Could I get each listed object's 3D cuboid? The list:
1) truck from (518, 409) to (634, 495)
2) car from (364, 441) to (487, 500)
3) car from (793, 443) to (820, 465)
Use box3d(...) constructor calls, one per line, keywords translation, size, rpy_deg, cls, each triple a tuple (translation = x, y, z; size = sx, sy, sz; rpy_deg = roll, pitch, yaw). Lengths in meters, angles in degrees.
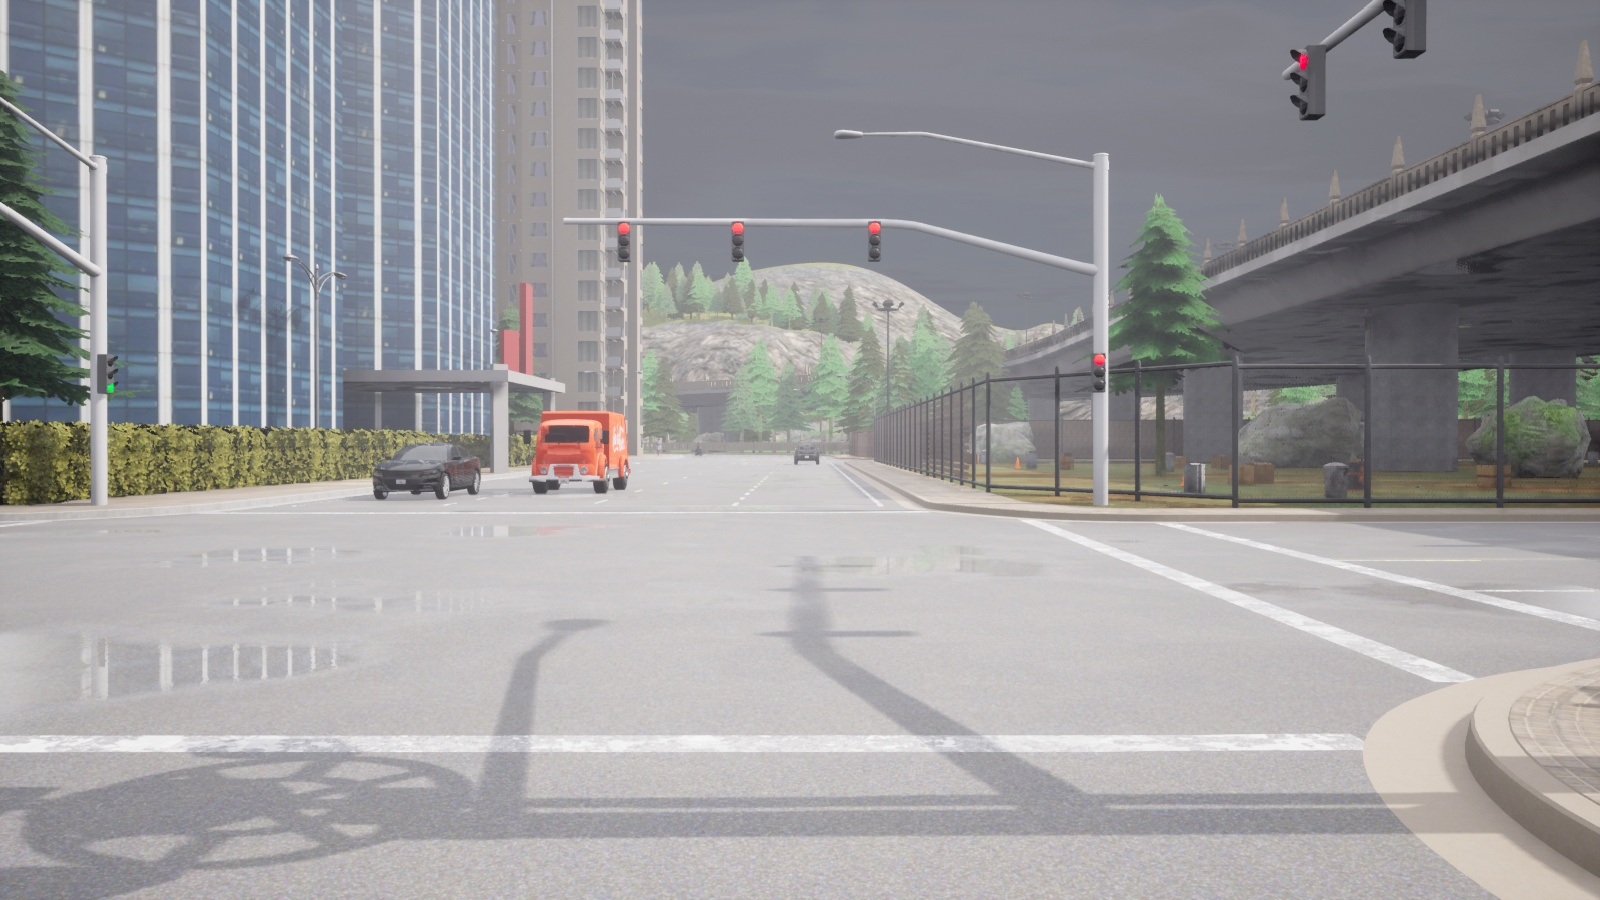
box3d(translation=(-6.780, 0.036, 38.678), size=(2.627, 2.467, 5.204), rpy_deg=(0, 0, 0), cls="truck")
box3d(translation=(-10.300, 0.519, 34.939), size=(1.882, 1.535, 5.008), rpy_deg=(0, 0, 0), cls="car")
box3d(translation=(0.479, 0.267, 87.384), size=(1.816, 1.474, 4.193), rpy_deg=(0, 0, 0), cls="car")
